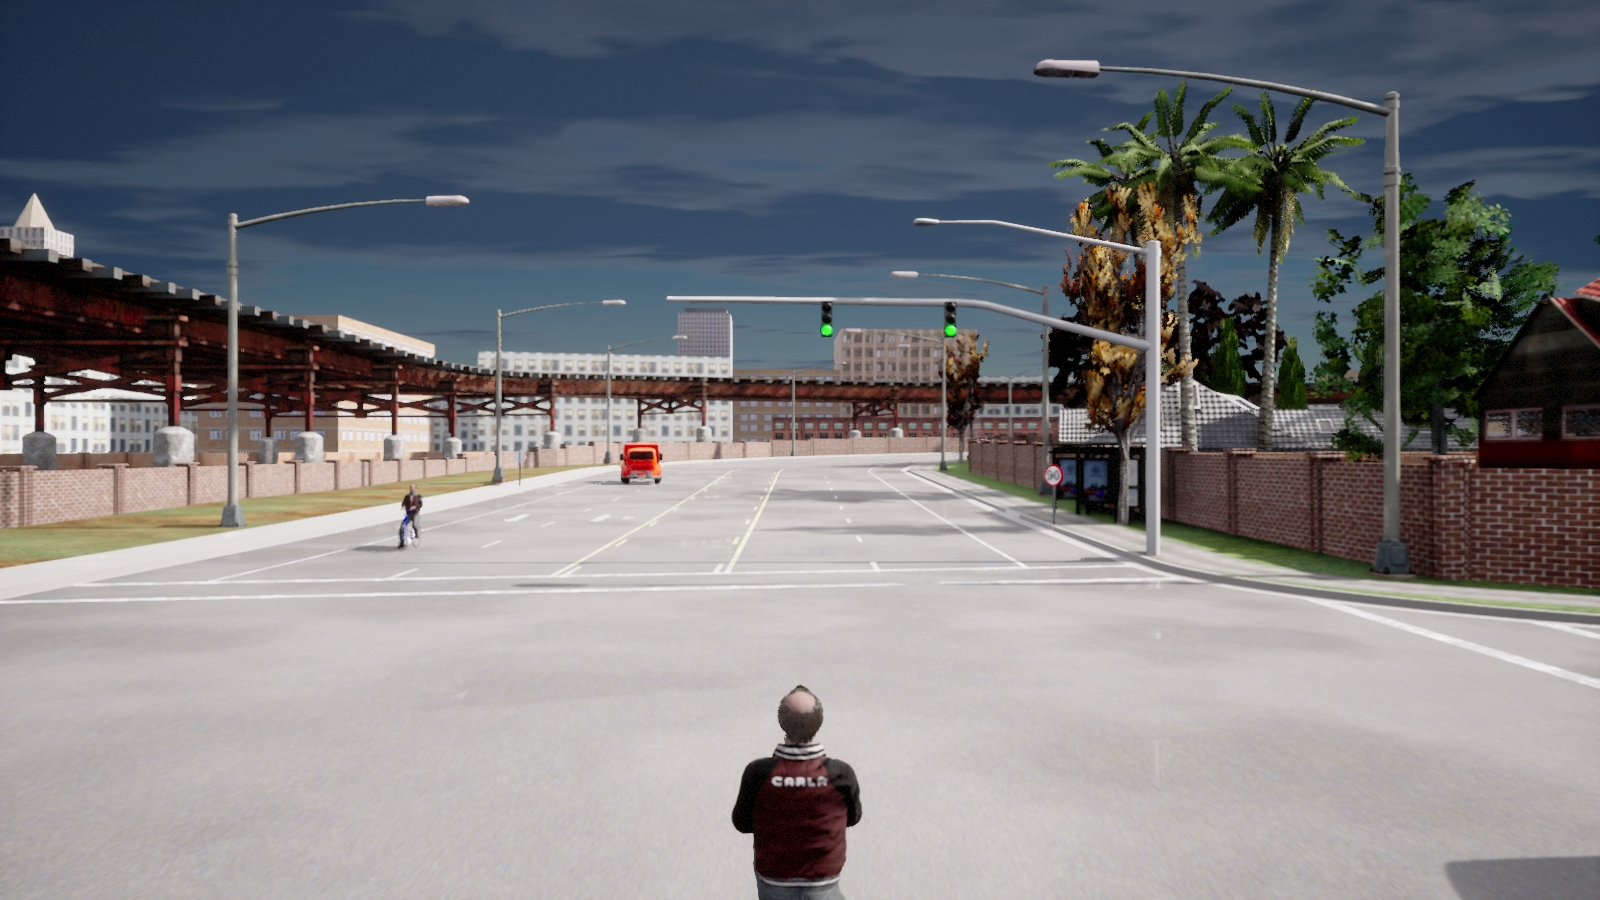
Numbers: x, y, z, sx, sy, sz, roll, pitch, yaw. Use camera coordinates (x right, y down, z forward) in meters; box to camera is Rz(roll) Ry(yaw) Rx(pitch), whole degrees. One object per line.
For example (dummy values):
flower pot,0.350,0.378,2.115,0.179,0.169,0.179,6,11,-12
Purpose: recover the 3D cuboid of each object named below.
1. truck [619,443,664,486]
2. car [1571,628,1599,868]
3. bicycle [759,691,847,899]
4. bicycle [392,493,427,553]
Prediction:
truck,-9.653,0.824,69.469,2.627,2.467,5.204,0,1,-8
car,7.392,2.027,6.560,4.514,1.525,2.007,0,0,15
bicycle,0.015,2.040,5.184,0.329,1.496,1.835,0,0,0
bicycle,-10.481,1.935,30.715,0.329,1.496,1.835,0,0,0
